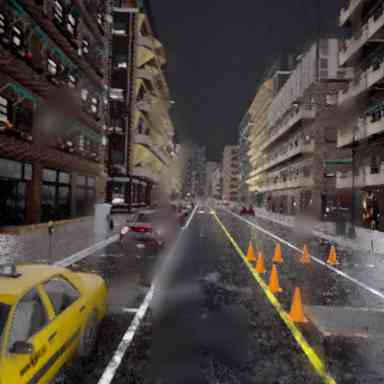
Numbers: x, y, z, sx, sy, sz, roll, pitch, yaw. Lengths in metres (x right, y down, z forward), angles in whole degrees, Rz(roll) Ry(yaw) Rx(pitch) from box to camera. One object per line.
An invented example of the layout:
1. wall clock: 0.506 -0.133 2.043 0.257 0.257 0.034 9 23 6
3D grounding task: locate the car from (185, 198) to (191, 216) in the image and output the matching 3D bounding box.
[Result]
1. car: -1.544 1.583 25.816 2.192 1.841 5.009 3 -1 2

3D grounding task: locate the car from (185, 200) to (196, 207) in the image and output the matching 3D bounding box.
1. car: -0.239 2.402 70.181 2.008 1.369 4.403 3 -1 2

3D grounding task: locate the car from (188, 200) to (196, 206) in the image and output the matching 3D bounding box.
1. car: 0.089 2.578 81.273 1.802 1.307 4.206 3 -1 2

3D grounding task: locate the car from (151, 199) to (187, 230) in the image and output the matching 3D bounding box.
1. car: -1.709 1.510 20.269 2.192 1.841 5.009 3 -1 2

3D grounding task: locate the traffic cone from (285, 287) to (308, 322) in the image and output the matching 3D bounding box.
1. traffic cone: 1.991 2.100 6.317 0.340 0.580 0.340 2 -1 2

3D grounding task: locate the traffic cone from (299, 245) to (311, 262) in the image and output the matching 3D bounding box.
1. traffic cone: 4.167 2.244 12.253 0.340 0.580 0.340 2 -1 2

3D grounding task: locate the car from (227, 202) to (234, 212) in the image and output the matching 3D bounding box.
1. car: 7.147 2.416 53.497 1.752 1.417 4.829 3 -1 2

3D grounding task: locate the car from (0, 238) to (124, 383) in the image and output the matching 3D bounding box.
1. car: -2.217 1.497 3.459 1.752 1.417 4.829 3 -1 2

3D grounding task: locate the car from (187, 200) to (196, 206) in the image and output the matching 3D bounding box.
1. car: -0.075 2.489 75.727 1.947 1.339 4.313 3 -1 2

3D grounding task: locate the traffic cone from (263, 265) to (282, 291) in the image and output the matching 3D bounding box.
1. traffic cone: 2.051 2.127 8.316 0.340 0.580 0.340 2 -1 2

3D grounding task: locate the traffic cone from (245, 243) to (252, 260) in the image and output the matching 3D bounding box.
1. traffic cone: 2.169 2.180 12.314 0.340 0.580 0.340 2 -1 2

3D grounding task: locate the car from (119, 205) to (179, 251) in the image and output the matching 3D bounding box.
1. car: -1.879 1.561 14.722 1.967 1.590 4.097 3 -1 2

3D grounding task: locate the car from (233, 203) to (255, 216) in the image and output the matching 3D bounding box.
1. car: 6.817 2.184 42.236 1.967 1.590 4.097 3 -1 2

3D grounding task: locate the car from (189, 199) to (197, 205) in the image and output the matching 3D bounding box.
1. car: 0.419 2.691 92.366 2.008 1.369 4.403 3 -1 2

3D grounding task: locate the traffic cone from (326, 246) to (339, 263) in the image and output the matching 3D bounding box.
1. traffic cone: 5.166 2.277 12.223 0.340 0.580 0.340 2 -1 2

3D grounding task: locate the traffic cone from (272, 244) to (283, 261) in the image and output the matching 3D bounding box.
1. traffic cone: 3.168 2.212 12.283 0.340 0.580 0.340 2 -1 2

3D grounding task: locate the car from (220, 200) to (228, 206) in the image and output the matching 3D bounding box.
1. car: 7.968 2.692 81.059 1.967 1.590 4.097 3 -1 2

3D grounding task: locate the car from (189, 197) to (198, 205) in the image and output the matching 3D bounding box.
1. car: -0.557 2.021 59.092 2.192 1.841 5.009 3 -1 2

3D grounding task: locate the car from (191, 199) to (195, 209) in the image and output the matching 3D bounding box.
1. car: -0.901 2.084 47.827 1.752 1.417 4.829 3 -1 2

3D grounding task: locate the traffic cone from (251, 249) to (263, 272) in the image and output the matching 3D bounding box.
1. traffic cone: 2.110 2.153 10.315 0.340 0.580 0.340 2 -1 2
